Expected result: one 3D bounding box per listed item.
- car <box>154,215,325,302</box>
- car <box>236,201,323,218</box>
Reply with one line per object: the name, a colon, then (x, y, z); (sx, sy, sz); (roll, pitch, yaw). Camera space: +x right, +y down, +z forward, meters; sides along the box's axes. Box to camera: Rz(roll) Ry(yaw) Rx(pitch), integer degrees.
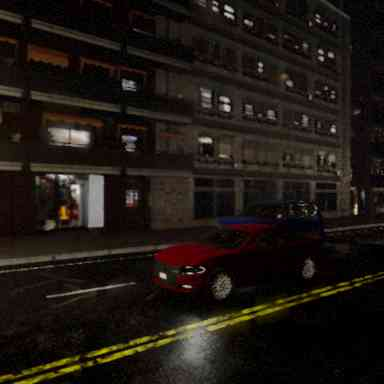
car: (1.380, 1.586, 8.741); (5.008, 1.535, 1.882); (1, -1, -36)
car: (3.452, 1.408, 14.310); (5.566, 2.045, 2.150); (1, -1, -37)
